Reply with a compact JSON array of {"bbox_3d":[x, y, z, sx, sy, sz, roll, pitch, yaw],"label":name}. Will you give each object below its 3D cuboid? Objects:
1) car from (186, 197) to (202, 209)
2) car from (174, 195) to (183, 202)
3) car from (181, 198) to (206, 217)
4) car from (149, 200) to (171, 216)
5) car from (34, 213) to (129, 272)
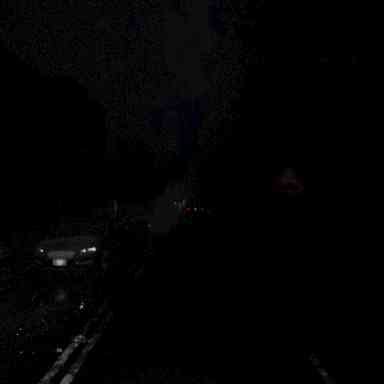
[{"bbox_3d":[0.323,1.458,44.301,2.033,1.411,5.357,0,-1,1],"label":"car"},{"bbox_3d":[-2.852,1.363,71.497,2.128,1.511,4.902,0,0,0],"label":"car"},{"bbox_3d":[0.307,1.535,31.049,2.033,1.411,5.357,0,0,0],"label":"car"},{"bbox_3d":[-3.059,1.510,32.672,1.812,1.442,4.674,0,0,1],"label":"car"},{"bbox_3d":[-3.305,1.488,10.797,2.128,1.511,4.902,0,0,0],"label":"car"}]
